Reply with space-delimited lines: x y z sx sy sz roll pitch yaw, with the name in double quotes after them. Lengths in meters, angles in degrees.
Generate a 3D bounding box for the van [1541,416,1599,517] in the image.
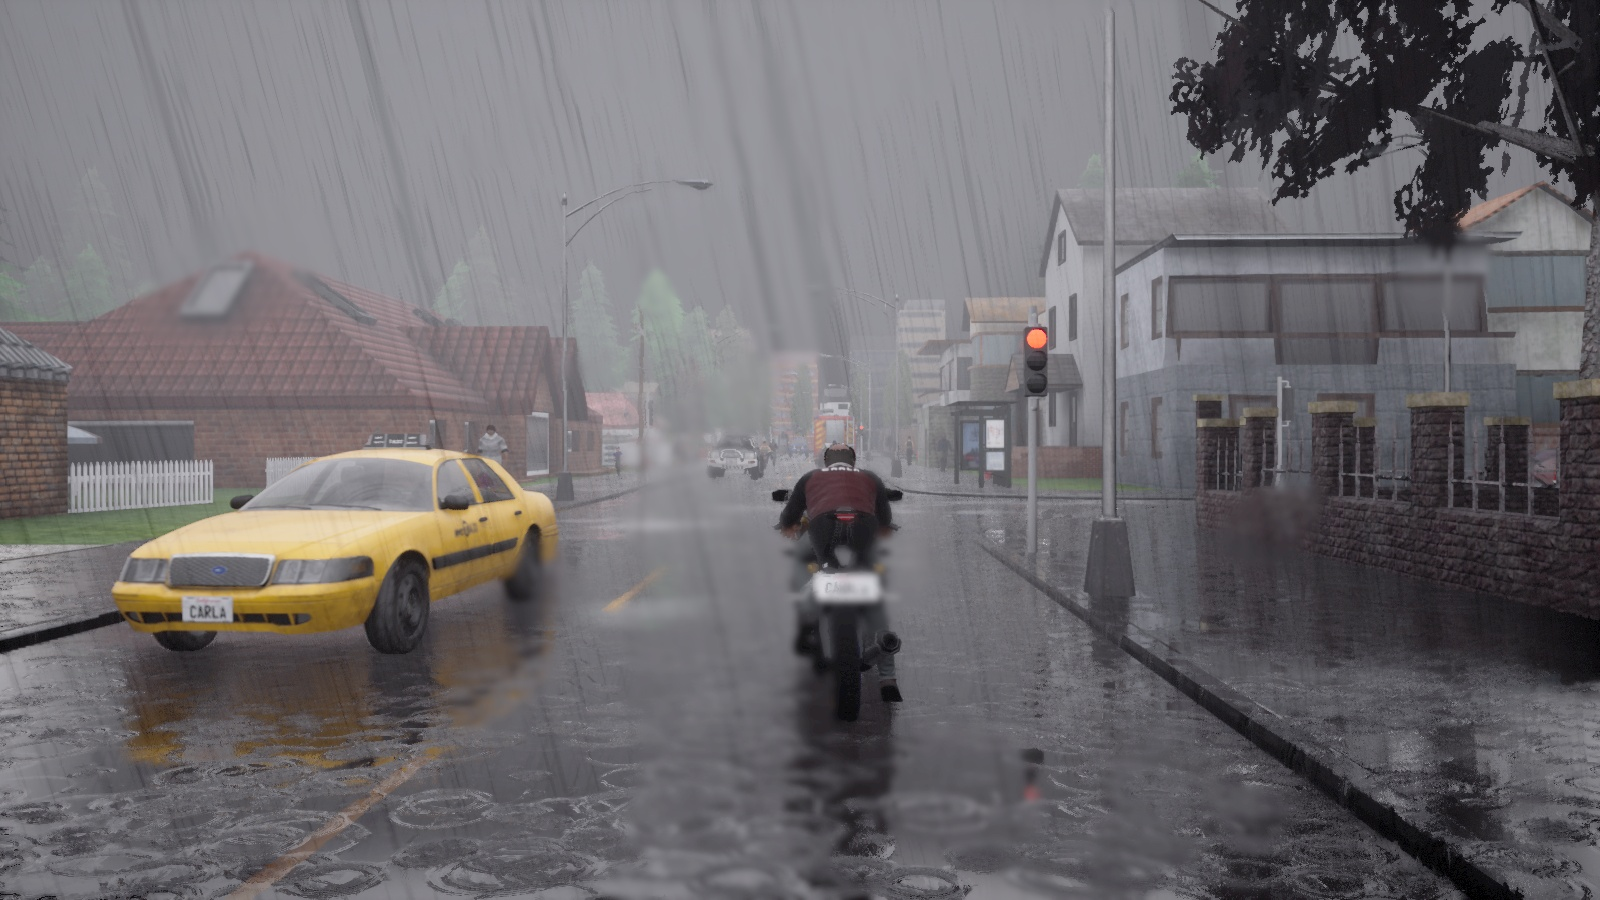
18.371 0.336 26.301 4.480 2.038 2.069 0 0 -1 "van"

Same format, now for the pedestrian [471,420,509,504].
-7.304 0.283 29.608 0.659 1.952 0.873 0 0 1 "pedestrian"

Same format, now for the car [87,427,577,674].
-3.497 0.621 10.739 1.801 1.575 5.366 0 0 5 "car"

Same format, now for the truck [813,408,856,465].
2.443 -0.918 88.847 2.891 3.827 8.468 0 0 1 "truck"

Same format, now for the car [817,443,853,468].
2.143 0.307 78.034 2.163 1.488 4.792 0 0 1 "car"

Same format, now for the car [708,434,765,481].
-2.569 0.268 52.005 1.932 1.855 4.605 0 0 2 "car"

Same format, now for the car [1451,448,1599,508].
18.366 0.654 30.392 4.181 1.385 1.994 0 0 2 "car"

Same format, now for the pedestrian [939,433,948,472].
6.857 0.123 59.935 0.402 1.842 0.726 0 0 3 "pedestrian"

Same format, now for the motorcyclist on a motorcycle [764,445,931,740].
0.244 0.739 7.623 0.866 1.530 2.191 0 0 0 "motorcyclist on a motorcycle"

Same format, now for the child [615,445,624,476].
-7.580 0.433 52.666 0.270 1.263 0.437 0 0 8 "child"
